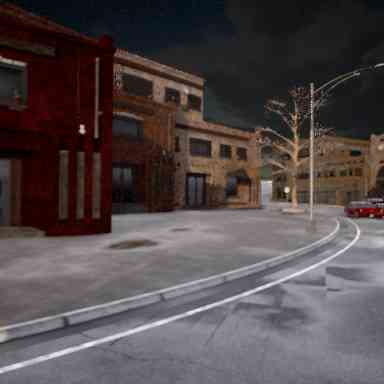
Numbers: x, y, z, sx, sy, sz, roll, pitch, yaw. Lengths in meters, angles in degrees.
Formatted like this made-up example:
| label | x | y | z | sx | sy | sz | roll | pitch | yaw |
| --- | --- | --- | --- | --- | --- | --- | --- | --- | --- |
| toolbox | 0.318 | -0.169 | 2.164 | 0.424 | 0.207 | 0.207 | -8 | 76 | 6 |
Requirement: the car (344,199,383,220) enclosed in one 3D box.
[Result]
| label | x | y | z | sx | sy | sz | roll | pitch | yaw |
| --- | --- | --- | --- | --- | --- | --- | --- | --- | --- |
| car | 13.838 | 1.468 | 26.963 | 1.895 | 1.301 | 4.718 | 0 | 0 | 12 |

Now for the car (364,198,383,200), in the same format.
| label | x | y | z | sx | sy | sz | roll | pitch | yaw |
| --- | --- | --- | --- | --- | --- | --- | --- | --- | --- |
| car | 18.349 | 1.340 | 34.149 | 2.128 | 1.511 | 4.902 | 1 | 0 | 3 |
